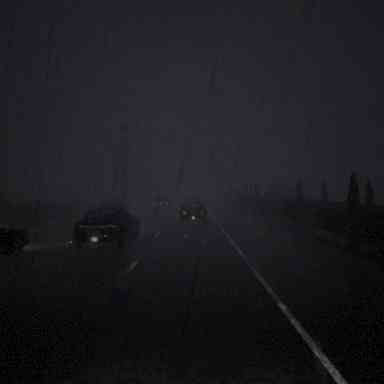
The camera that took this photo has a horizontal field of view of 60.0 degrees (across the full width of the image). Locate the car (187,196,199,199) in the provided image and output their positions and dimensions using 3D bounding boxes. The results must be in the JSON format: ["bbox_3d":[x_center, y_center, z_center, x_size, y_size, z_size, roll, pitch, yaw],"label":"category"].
[{"bbox_3d":[0.090,1.279,41.370,1.837,1.490,4.892,0,1,0],"label":"car"}]

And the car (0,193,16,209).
[{"bbox_3d":[-17.606,1.068,28.045,2.150,2.045,5.566,0,0,0],"label":"car"}]

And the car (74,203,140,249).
[{"bbox_3d":[-3.403,1.414,14.005,2.128,1.511,4.902,0,0,0],"label":"car"}]

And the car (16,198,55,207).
[{"bbox_3d":[-14.105,1.339,30.184,1.837,1.490,4.892,0,0,0],"label":"car"}]

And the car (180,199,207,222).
[{"bbox_3d":[0.094,1.464,24.810,1.895,1.301,4.718,0,0,0],"label":"car"}]

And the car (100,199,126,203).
[{"bbox_3d":[-6.908,1.318,28.972,1.882,1.535,5.008,0,0,0],"label":"car"}]

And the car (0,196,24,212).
[{"bbox_3d":[-21.100,1.288,37.176,2.128,1.511,4.902,0,0,0],"label":"car"}]

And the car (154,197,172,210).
[{"bbox_3d":[-3.410,1.332,39.325,2.033,1.411,5.357,0,0,0],"label":"car"}]

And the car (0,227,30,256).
[{"bbox_3d":[-6.903,1.493,9.787,2.033,1.411,5.357,0,0,0],"label":"car"}]
